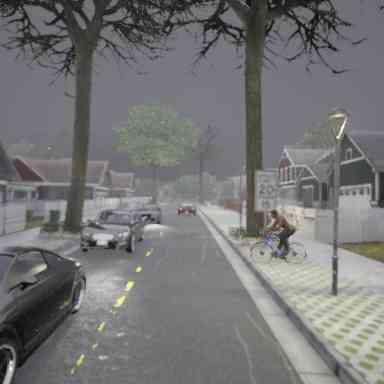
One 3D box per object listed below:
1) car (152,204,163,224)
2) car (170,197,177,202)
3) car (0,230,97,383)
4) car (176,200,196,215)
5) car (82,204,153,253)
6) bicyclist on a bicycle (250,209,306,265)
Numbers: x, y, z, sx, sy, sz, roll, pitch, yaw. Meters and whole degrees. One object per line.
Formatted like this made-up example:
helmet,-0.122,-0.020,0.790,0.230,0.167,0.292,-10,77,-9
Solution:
car,-3.233,1.568,24.867,1.994,1.385,4.181,1,0,-1
car,-4.138,1.888,78.695,1.837,1.490,4.892,1,-1,-1
car,-2.971,1.504,4.673,1.994,1.385,4.181,1,0,-1
car,-0.526,1.725,35.217,1.895,1.301,4.718,1,0,-1
car,-3.037,1.441,13.561,2.128,1.511,4.902,1,0,-1
bicyclist on a bicycle,2.539,1.340,9.749,1.656,1.620,0.582,2,0,-1
